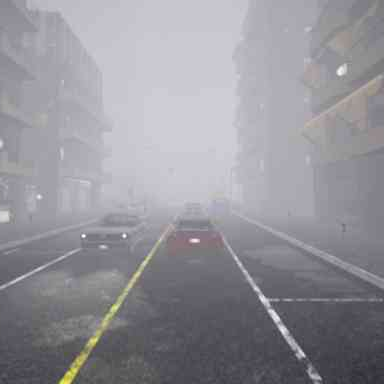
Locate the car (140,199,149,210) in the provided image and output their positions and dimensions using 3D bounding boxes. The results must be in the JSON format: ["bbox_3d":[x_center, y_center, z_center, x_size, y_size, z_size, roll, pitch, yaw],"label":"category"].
[{"bbox_3d":[-5.641,1.645,32.142,1.802,1.307,4.206,1,0,0],"label":"car"}]

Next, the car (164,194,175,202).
[{"bbox_3d":[-5.668,1.596,81.289,1.967,1.590,4.097,1,0,0],"label":"car"}]

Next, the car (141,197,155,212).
[{"bbox_3d":[-5.641,1.639,37.682,1.947,1.339,4.313,1,0,0],"label":"car"}]

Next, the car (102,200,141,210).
[{"bbox_3d":[-5.641,1.603,26.601,2.008,1.369,4.403,1,0,0],"label":"car"}]

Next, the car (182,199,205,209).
[{"bbox_3d":[0.101,1.607,30.458,2.033,1.411,5.357,0,0,0],"label":"car"}]

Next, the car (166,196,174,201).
[{"bbox_3d":[-5.671,1.749,86.864,1.802,1.307,4.206,1,0,0],"label":"car"}]

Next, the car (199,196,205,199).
[{"bbox_3d":[2.710,1.759,92.500,1.802,1.307,4.206,1,0,0],"label":"car"}]

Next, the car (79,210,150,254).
[{"bbox_3d":[-3.099,1.628,13.860,1.895,1.301,4.718,0,0,0],"label":"car"}]

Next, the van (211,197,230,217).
[{"bbox_3d":[2.710,1.404,32.194,1.690,1.788,3.998,1,0,0],"label":"van"}]

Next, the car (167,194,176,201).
[{"bbox_3d":[-5.665,1.493,92.440,2.192,1.841,5.009,1,0,0],"label":"car"}]

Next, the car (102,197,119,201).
[{"bbox_3d":[-16.486,1.625,65.870,4.097,1.590,1.967,0,-1,0],"label":"car"}]

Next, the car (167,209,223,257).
[{"bbox_3d":[0.096,1.589,13.020,1.994,1.385,4.181,0,0,0],"label":"car"}]
